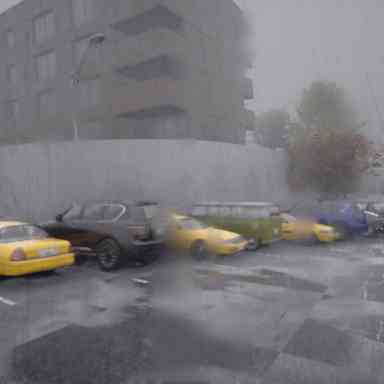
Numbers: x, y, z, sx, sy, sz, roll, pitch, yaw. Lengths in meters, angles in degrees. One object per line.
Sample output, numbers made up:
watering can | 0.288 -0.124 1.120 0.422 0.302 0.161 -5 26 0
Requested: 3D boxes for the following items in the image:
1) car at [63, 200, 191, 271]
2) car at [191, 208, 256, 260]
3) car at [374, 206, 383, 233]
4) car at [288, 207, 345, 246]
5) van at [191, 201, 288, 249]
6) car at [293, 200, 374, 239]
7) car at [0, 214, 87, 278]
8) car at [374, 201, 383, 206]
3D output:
car | -3.111 1.291 11.384 5.566 2.045 2.435 -1 -1 35
car | -0.500 1.577 13.002 5.366 1.575 1.946 -1 -2 35
car | 9.100 1.777 20.079 4.892 1.521 2.231 -1 -1 35
car | 4.370 1.671 16.493 5.366 1.575 1.946 -1 -2 34
van | 1.685 1.401 14.919 4.442 1.987 1.878 -1 -1 34
car | 6.628 1.475 18.361 5.566 2.045 2.435 -1 -1 35
car | -5.677 1.507 9.735 5.366 1.575 1.946 -1 -1 35
car | 11.541 1.576 21.836 5.566 2.045 2.435 -1 -1 35
